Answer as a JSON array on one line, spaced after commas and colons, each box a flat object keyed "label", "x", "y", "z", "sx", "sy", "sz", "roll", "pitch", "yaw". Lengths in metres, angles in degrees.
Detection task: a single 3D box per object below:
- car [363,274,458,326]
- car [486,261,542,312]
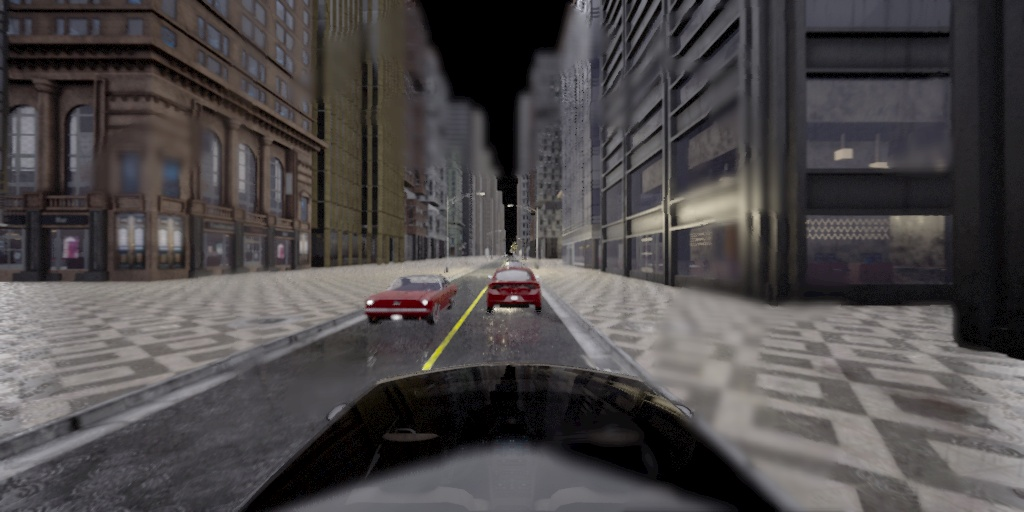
[{"label": "car", "x": -3.011, "y": 1.288, "z": 11.571, "sx": 1.895, "sy": 1.301, "sz": 4.718, "roll": 0, "pitch": 0, "yaw": 0}, {"label": "car", "x": 0.072, "y": 1.148, "z": 13.840, "sx": 1.882, "sy": 1.535, "sz": 5.008, "roll": 0, "pitch": 1, "yaw": 0}]
